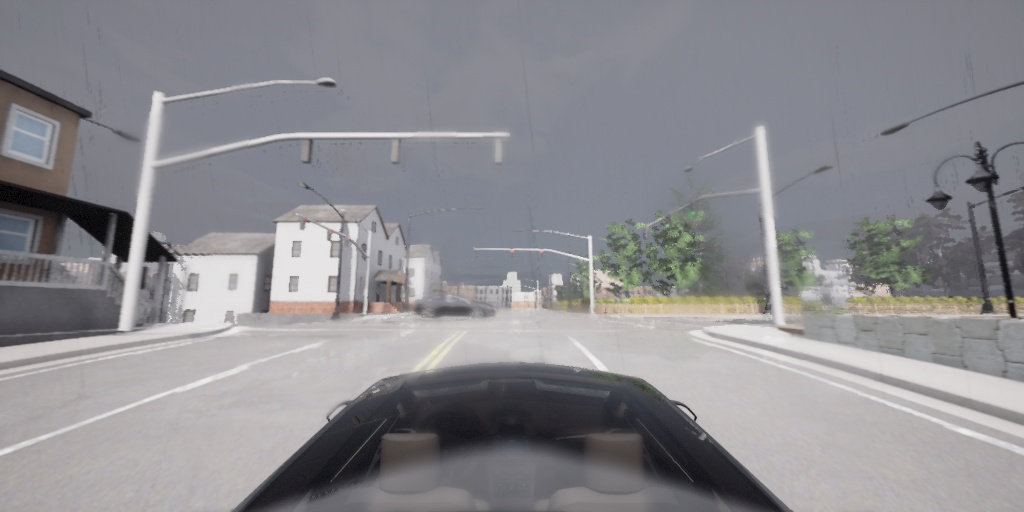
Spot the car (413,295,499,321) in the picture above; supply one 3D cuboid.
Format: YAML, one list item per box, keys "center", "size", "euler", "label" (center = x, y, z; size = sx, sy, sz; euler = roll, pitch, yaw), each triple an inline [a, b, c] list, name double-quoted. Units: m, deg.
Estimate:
- center: [-3.444, 3.104, 21.613]
  size: [4.902, 1.511, 2.128]
  euler: [0, -8, 1]
  label: "car"
